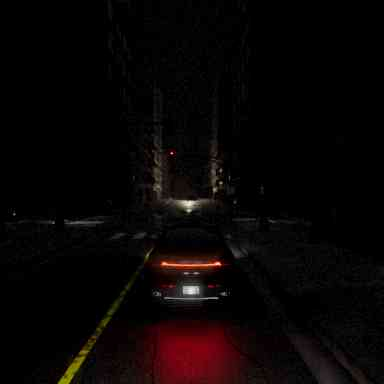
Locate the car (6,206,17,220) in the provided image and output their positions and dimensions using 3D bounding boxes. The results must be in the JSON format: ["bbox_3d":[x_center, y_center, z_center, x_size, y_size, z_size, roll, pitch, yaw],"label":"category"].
[{"bbox_3d":[-15.269,1.312,24.049,4.902,1.511,2.128,1,0,1],"label":"car"}]

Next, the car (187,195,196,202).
[{"bbox_3d":[-0.174,1.492,82.408,2.097,1.767,4.553,0,0,0],"label":"car"}]

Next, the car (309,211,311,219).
[{"bbox_3d":[12.298,1.722,27.511,5.008,1.535,1.882,1,0,-1],"label":"car"}]

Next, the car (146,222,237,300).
[{"bbox_3d":[-0.017,1.506,8.357,1.837,1.490,4.892,0,0,0],"label":"car"}]
